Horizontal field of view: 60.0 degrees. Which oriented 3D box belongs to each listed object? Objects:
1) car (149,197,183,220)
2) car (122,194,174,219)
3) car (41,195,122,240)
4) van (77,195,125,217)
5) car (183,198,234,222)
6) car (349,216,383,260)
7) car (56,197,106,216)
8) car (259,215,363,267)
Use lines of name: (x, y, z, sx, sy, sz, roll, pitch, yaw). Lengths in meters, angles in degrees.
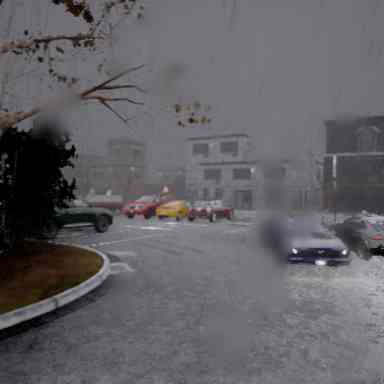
car: (-0.977, 1.480, 27.945, 2.097, 1.535, 5.008, 0, 0, 31)
car: (-3.485, 1.234, 29.438, 2.435, 2.045, 5.566, 0, 0, 31)
car: (-6.576, 1.176, 17.033, 2.435, 2.045, 5.566, 0, 0, 31)
van: (-8.815, 1.304, 32.590, 1.878, 1.987, 4.442, -1, -1, 31)
car: (1.606, 1.350, 26.349, 2.185, 1.767, 4.553, 0, 0, 31)
car: (6.683, 1.596, 12.600, 1.994, 1.385, 4.181, 1, 0, 2)
car: (-11.361, 1.436, 34.247, 2.185, 1.767, 4.553, -1, -1, 31)
car: (3.609, 1.539, 11.691, 2.033, 1.411, 5.357, 1, 0, 2)
